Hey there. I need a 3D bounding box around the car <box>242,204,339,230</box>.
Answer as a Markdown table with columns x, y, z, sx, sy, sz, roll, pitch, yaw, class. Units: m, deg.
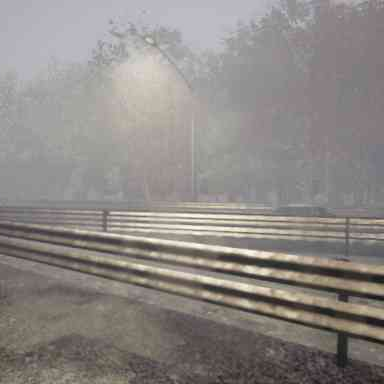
| x | y | z | sx | sy | sz | roll | pitch | yaw | class |
| --- | --- | --- | --- | --- | --- | --- | --- | --- | --- |
| 5.098 | 1.452 | 17.551 | 4.856 | 1.649 | 2.033 | 0 | 0 | 20 | car |
